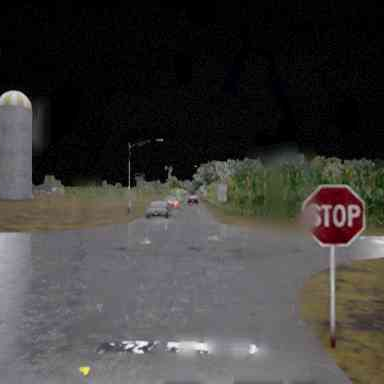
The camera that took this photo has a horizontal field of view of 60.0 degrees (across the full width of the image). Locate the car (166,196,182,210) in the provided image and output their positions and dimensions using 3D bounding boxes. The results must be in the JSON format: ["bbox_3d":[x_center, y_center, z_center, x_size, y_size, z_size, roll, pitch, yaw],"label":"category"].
[{"bbox_3d":[-2.735,1.326,42.455,2.097,1.767,4.553,0,0,0],"label":"car"}]

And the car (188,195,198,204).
[{"bbox_3d":[0.157,1.427,60.943,1.882,1.535,5.008,0,0,0],"label":"car"}]

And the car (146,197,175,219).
[{"bbox_3d":[-2.818,1.488,29.056,1.837,1.490,4.892,0,1,2],"label":"car"}]

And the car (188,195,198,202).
[{"bbox_3d":[0.184,1.320,71.367,1.994,1.385,4.181,0,0,0],"label":"car"}]

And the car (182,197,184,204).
[{"bbox_3d":[-2.605,1.454,63.512,1.837,1.490,4.892,0,0,1],"label":"car"}]
